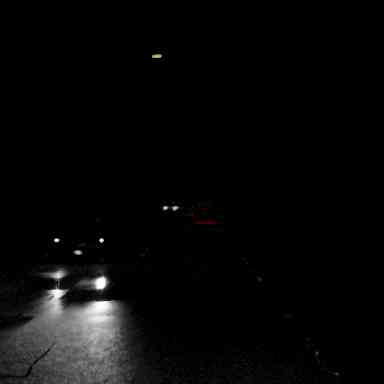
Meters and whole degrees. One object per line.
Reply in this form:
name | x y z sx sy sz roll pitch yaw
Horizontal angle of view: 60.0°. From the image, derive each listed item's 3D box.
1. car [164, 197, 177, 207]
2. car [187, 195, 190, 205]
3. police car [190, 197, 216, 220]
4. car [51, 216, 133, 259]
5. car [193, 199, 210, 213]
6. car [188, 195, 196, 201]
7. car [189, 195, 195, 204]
car | -3.575 1.618 55.730 1.882 1.535 5.008 0 0 0
car | -0.023 1.641 63.431 1.882 1.535 5.008 0 0 0
police car | 1.040 1.494 29.351 1.930 1.638 5.238 0 0 0
car | -3.603 1.628 12.777 1.895 1.301 4.718 0 0 0
car | 1.036 1.620 39.242 1.812 1.442 4.674 0 0 0
car | -0.031 1.588 84.842 1.837 1.490 4.892 0 0 0
car | 1.033 1.461 45.213 2.097 1.767 4.553 0 0 0
